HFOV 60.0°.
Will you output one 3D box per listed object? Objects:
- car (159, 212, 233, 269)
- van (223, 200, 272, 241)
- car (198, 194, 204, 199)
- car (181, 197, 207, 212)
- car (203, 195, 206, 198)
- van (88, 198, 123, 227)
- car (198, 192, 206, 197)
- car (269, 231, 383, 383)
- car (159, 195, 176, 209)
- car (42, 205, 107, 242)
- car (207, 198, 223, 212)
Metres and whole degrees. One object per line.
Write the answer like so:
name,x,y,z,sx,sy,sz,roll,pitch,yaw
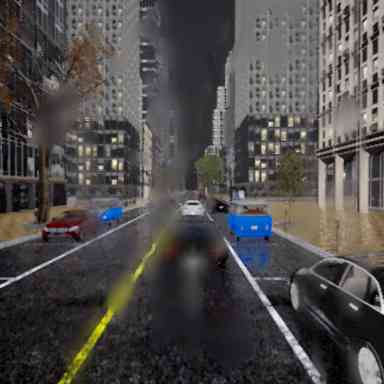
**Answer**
car,0.065,1.567,11.041,1.895,1.301,4.718,0,0,0
van,2.685,1.291,16.147,1.690,1.788,3.998,-1,0,0
car,2.544,1.197,94.945,1.752,1.417,4.829,0,0,0
car,0.082,1.435,28.372,1.812,1.442,4.674,0,0,0
car,2.825,1.418,44.566,1.947,1.339,4.313,-1,0,0
van,-5.693,1.272,21.833,1.690,1.788,3.998,-1,0,0
car,2.574,1.029,83.494,2.192,1.841,5.009,-1,0,0
car,2.684,1.536,4.779,2.008,1.369,4.403,-1,0,0
car,-3.064,1.423,42.890,1.994,1.385,4.181,0,0,0
car,-5.693,1.532,16.150,1.802,1.307,4.206,-1,0,0
car,2.746,1.458,33.197,1.947,1.339,4.313,-1,0,0
